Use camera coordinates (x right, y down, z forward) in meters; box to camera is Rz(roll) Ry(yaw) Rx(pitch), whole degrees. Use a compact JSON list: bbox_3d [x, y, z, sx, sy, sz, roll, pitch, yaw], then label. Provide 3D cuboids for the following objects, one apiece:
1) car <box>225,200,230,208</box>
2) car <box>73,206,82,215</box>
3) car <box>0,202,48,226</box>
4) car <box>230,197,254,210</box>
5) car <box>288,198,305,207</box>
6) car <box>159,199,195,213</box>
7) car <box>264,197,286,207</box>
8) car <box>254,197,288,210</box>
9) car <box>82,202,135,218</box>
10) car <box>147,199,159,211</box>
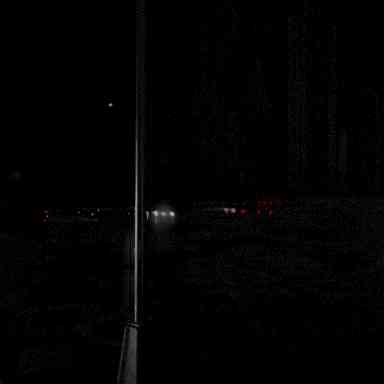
[{"bbox_3d":[6.698,1.552,49.764,2.128,1.511,4.902,0,0,36],"label":"car"},{"bbox_3d":[-9.359,1.622,33.075,1.895,1.301,4.718,0,0,36],"label":"car"},{"bbox_3d":[-12.363,1.578,23.308,1.994,1.385,4.181,0,0,36],"label":"car"},{"bbox_3d":[7.444,1.585,45.105,1.812,1.442,4.674,0,0,36],"label":"car"},{"bbox_3d":[16.063,1.644,51.630,1.994,1.385,4.181,0,0,36],"label":"car"},{"bbox_3d":[-1.428,1.603,38.543,1.994,1.385,4.181,0,0,36],"label":"car"},{"bbox_3d":[13.422,1.600,53.525,1.812,1.442,4.674,0,0,36],"label":"car"},{"bbox_3d":[10.395,1.418,43.635,2.097,1.767,4.553,0,0,36],"label":"car"},{"bbox_3d":[-7.272,1.626,30.410,1.895,1.301,4.718,0,0,36],"label":"car"},{"bbox_3d":[-3.557,1.560,41.162,1.812,1.442,4.674,0,0,36],"label":"car"}]
